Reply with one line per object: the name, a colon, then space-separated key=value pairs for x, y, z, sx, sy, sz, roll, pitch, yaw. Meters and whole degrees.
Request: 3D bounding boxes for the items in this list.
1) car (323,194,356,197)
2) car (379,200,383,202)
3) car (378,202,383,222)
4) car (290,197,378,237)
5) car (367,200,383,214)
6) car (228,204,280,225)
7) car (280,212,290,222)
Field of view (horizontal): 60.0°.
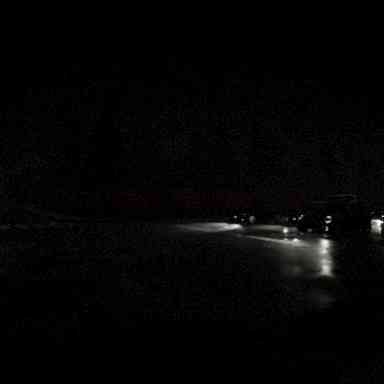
car: x=13.056 y=1.236 z=30.485 sx=5.566 sy=2.045 sz=2.150 roll=0 pitch=0 yaw=-35
car: x=16.672 y=1.579 z=28.769 sx=4.181 sy=1.385 sz=1.994 roll=0 pitch=0 yaw=-36
car: x=15.502 y=1.561 z=23.646 sx=5.357 sy=1.411 sz=2.033 roll=0 pitch=0 yaw=-35
car: x=7.793 y=1.361 z=18.143 sx=4.553 sy=1.767 sz=2.097 roll=0 pitch=0 yaw=-35
car: x=21.591 y=1.567 z=36.558 sx=5.357 sy=1.411 sz=2.033 roll=0 pitch=0 yaw=-35
car: x=4.668 y=1.574 z=24.510 sx=4.181 sy=1.385 sz=1.994 roll=0 pitch=0 yaw=-35
car: x=8.640 y=1.515 z=23.039 sx=4.892 sy=1.490 sz=1.837 roll=0 pitch=0 yaw=-35
